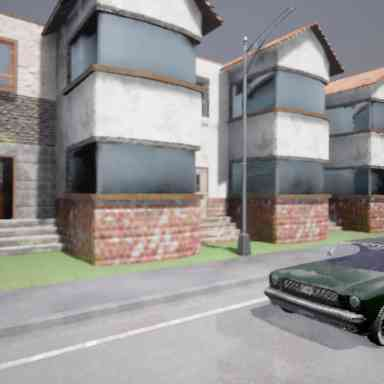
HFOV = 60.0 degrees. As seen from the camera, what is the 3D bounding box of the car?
[{"bbox_3d":[3.629,1.646,6.531,4.718,1.301,1.895,1,0,-35],"label":"car"}]
